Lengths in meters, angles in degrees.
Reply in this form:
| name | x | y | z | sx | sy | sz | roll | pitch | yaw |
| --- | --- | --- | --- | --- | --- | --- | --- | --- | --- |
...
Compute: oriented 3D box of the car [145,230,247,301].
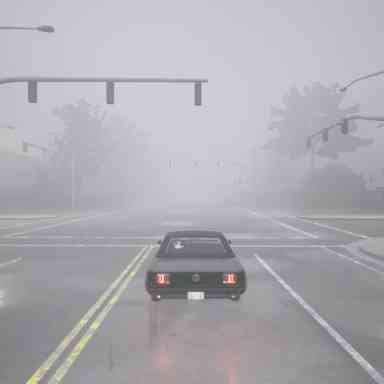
| name | x | y | z | sx | sy | sz | roll | pitch | yaw |
| --- | --- | --- | --- | --- | --- | --- | --- | --- | --- |
| car | 0.065 | 1.601 | 8.280 | 1.895 | 1.301 | 4.718 | 0 | 0 | 0 |
